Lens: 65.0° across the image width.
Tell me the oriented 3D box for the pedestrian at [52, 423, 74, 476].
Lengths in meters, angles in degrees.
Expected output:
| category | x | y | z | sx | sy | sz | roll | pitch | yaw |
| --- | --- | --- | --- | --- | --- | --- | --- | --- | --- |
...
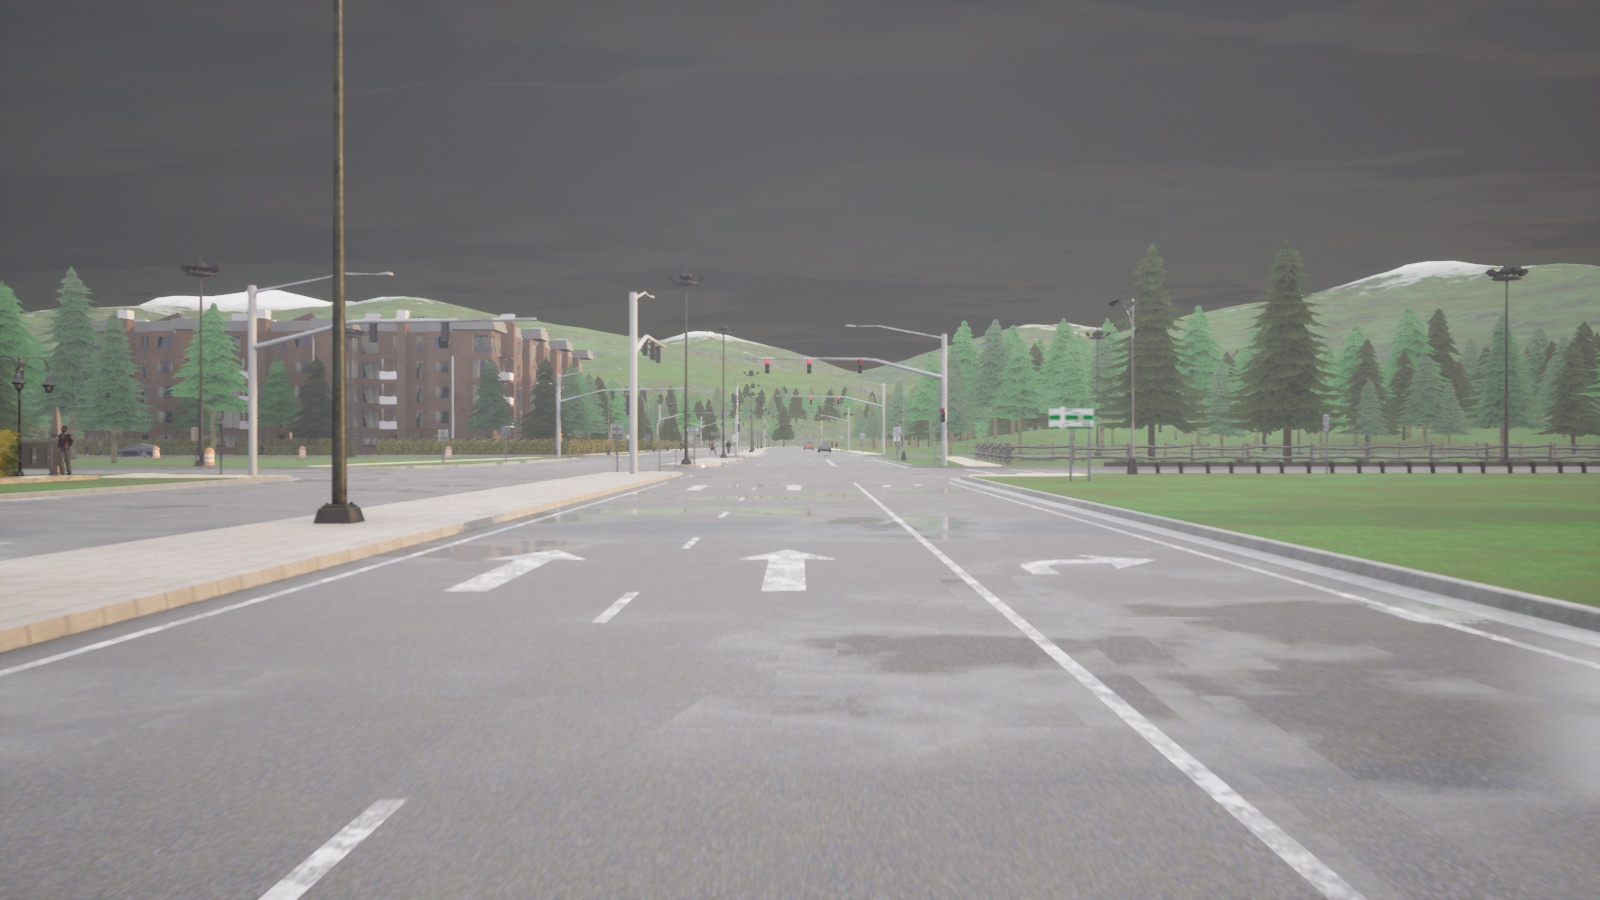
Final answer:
| category | x | y | z | sx | sy | sz | roll | pitch | yaw |
| --- | --- | --- | --- | --- | --- | --- | --- | --- | --- |
| pedestrian | -27.040 | -0.035 | 46.077 | 0.402 | 1.930 | 0.666 | 0 | 0 | 1 |
